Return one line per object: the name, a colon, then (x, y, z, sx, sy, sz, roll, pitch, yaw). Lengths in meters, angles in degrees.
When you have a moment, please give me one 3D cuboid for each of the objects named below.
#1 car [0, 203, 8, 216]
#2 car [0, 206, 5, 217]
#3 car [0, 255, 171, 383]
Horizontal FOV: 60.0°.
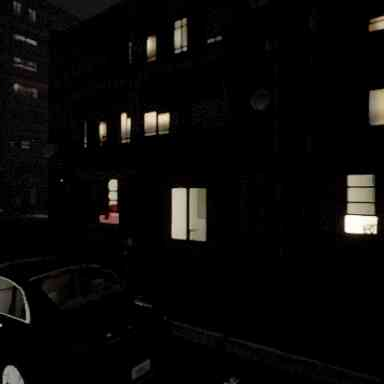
car: (-22.473, 1.965, 35.646, 2.008, 1.369, 4.403, 0, 0, 36)
car: (-21.218, 1.986, 32.990, 1.994, 1.385, 4.181, 1, 0, 36)
car: (-2.300, 1.589, 4.659, 4.403, 1.369, 2.008, -1, 1, 36)
